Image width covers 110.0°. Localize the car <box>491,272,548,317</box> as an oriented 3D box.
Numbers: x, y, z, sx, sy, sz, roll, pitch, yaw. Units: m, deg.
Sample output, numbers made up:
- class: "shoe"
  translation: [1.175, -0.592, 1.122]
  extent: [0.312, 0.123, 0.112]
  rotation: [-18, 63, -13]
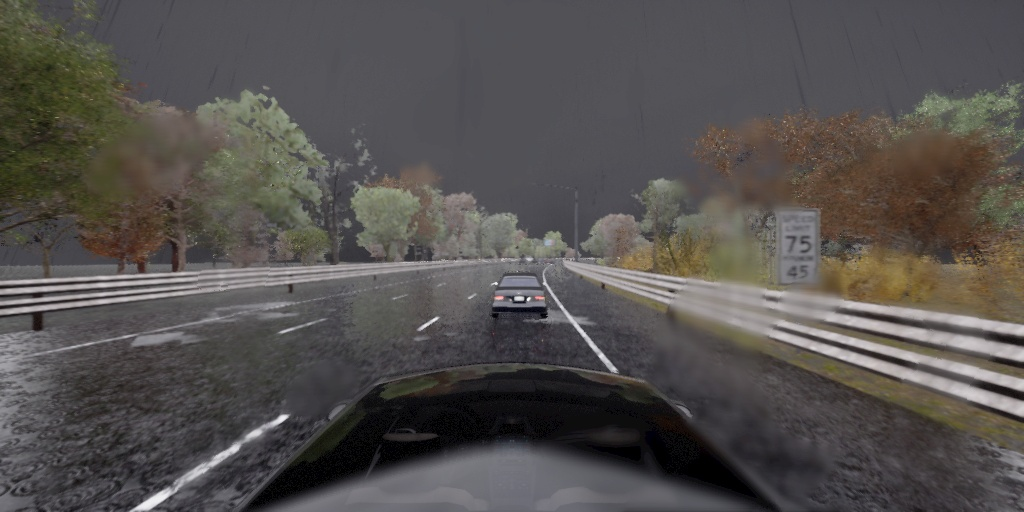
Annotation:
- class: "car"
  translation: [0.293, 1.303, 13.064]
  extent: [2.033, 1.411, 5.357]
  rotation: [0, 0, 2]
